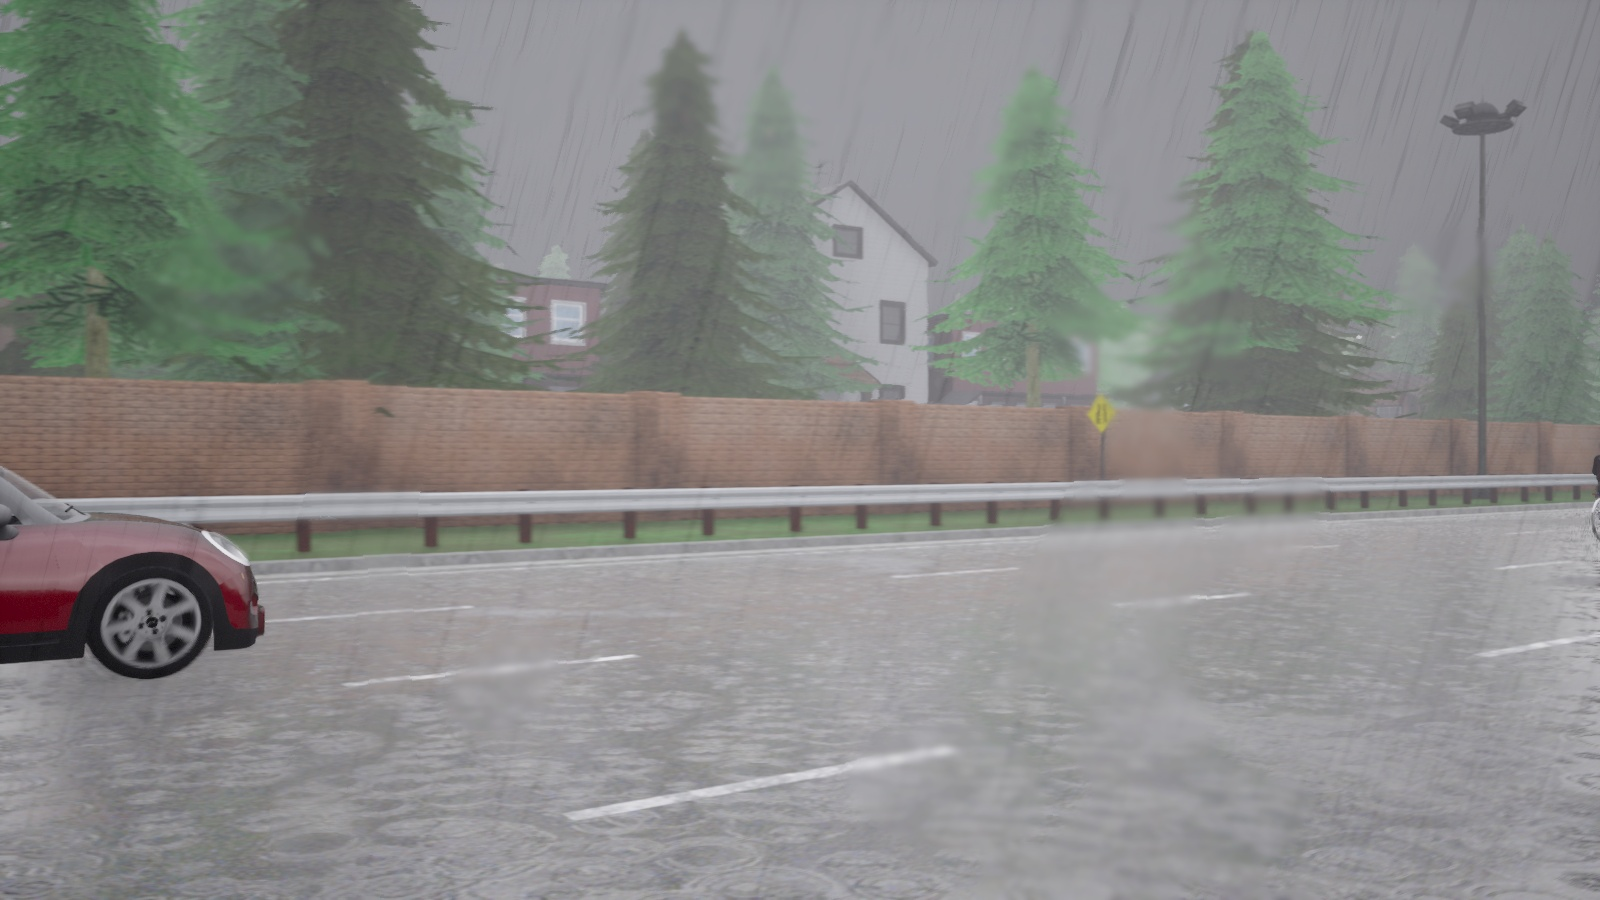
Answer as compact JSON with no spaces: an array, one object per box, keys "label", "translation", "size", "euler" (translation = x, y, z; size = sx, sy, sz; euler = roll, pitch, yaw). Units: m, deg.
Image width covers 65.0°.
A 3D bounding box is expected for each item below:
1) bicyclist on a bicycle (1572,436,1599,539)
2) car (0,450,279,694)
[{"label":"bicyclist on a bicycle","translation":[14.483,0.640,22.269],"size":[1.843,1.776,0.659],"euler":[0,0,-35]},{"label":"car","translation":[-5.660,0.742,8.248],"size":[3.806,1.475,1.970],"euler":[0,0,-35]}]
